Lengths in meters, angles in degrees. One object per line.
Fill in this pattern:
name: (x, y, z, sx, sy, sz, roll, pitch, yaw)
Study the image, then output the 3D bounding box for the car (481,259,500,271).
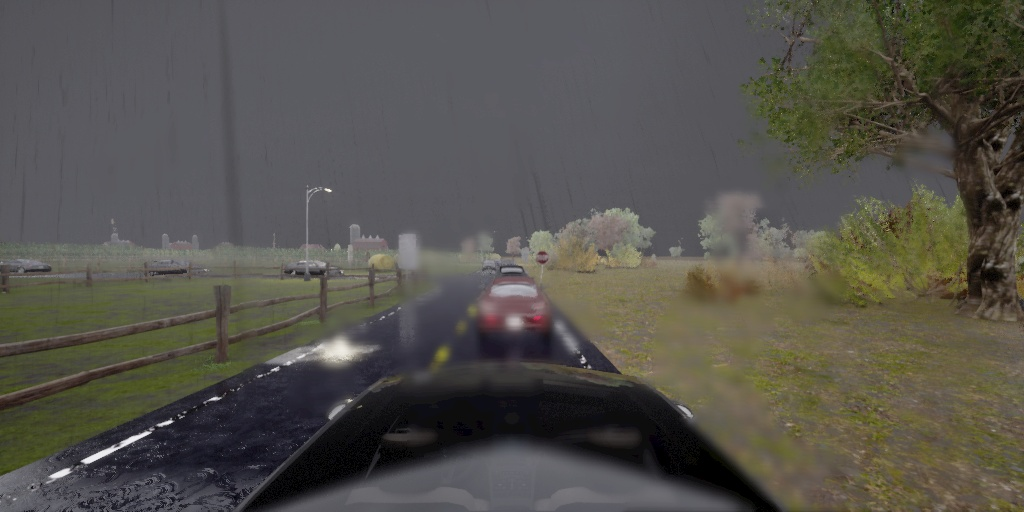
car: (-3.055, 1.283, 48.929, 1.837, 1.490, 4.892, 0, 0, 0)

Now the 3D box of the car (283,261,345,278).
car: (-17.363, 1.157, 31.495, 4.902, 1.511, 2.128, 0, 1, -1)

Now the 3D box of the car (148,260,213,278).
car: (-28.956, 1.077, 31.320, 4.902, 1.511, 2.128, 1, 1, -1)

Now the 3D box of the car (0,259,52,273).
car: (-46.632, 0.995, 33.951, 4.181, 1.385, 1.994, 0, 1, 0)

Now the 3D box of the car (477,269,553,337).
car: (0.058, 1.275, 10.129, 1.812, 1.442, 4.674, 0, 0, 0)

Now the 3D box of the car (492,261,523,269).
car: (-0.094, 1.259, 20.480, 1.837, 1.490, 4.892, 0, 0, -3)
